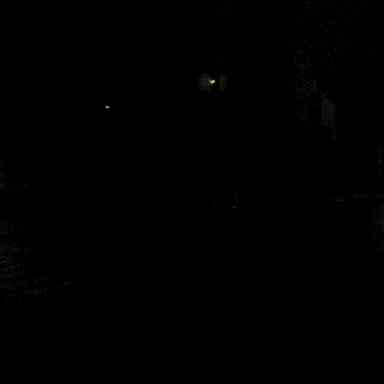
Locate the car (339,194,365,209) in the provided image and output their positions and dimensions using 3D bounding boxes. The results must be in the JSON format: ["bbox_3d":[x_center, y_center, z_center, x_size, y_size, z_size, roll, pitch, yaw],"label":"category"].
[{"bbox_3d":[21.285,1.238,44.740,2.192,1.841,5.009,-1,-1,35],"label":"car"}]

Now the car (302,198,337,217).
[{"bbox_3d":[11.692,1.517,30.807,1.947,1.339,4.313,-1,-1,35],"label":"car"}]

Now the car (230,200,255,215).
[{"bbox_3d":[4.673,1.545,35.647,1.967,1.590,4.097,-1,0,35],"label":"car"}]

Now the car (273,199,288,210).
[{"bbox_3d":[10.977,1.610,44.795,1.752,1.417,4.829,-1,0,35],"label":"car"}]

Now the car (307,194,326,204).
[{"bbox_3d":[23.868,1.371,63.514,2.192,1.841,5.009,-1,-1,35],"label":"car"}]

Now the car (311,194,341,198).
[{"bbox_3d":[17.826,1.464,44.236,2.128,1.511,4.902,-1,-1,34],"label":"car"}]

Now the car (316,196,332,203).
[{"bbox_3d":[27.071,1.615,68.157,1.947,1.339,4.313,-1,-1,35],"label":"car"}]

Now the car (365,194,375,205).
[{"bbox_3d":[27.683,1.224,54.027,2.192,1.841,5.009,-1,-1,35],"label":"car"}]

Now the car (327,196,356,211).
[{"bbox_3d":[18.089,1.475,40.095,1.887,1.381,4.507,-1,-1,35],"label":"car"}]

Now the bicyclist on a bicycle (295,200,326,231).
[{"bbox_3d":[6.252,1.234,17.696,1.656,1.620,0.582,-2,-1,35],"label":"bicyclist on a bicycle"}]

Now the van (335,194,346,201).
[{"bbox_3d":[36.665,1.391,82.091,1.690,1.788,3.998,-1,-1,35],"label":"van"}]

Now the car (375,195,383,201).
[{"bbox_3d":[43.681,1.478,77.242,1.802,1.307,4.206,-1,-1,35],"label":"car"}]

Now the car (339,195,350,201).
[{"bbox_3d":[39.866,1.495,86.734,1.967,1.590,4.097,-1,-1,35],"label":"car"}]

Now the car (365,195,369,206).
[{"bbox_3d":[24.487,1.481,49.381,1.947,1.339,4.313,-1,-1,35],"label":"car"}]

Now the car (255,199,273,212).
[{"bbox_3d":[7.875,1.676,40.291,1.802,1.307,4.206,-1,0,35],"label":"car"}]

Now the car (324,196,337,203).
[{"bbox_3d":[30.270,1.627,72.799,1.802,1.307,4.206,-1,-1,35],"label":"car"}]

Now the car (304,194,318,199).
[{"bbox_3d":[20.671,1.607,58.868,1.887,1.381,4.507,-1,-1,35],"label":"car"}]

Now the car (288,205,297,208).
[{"bbox_3d":[14.273,1.642,49.580,1.947,1.339,4.313,-1,-1,35],"label":"car"}]

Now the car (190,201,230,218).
[{"bbox_3d":[1.476,1.700,31.003,1.802,1.307,4.206,-1,0,35],"label":"car"}]

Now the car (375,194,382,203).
[{"bbox_3d":[34.082,1.211,63.315,2.192,1.841,5.009,-1,-1,35],"label":"car"}]

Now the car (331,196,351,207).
[{"bbox_3d":[23.690,1.451,52.751,2.128,1.511,4.902,-1,-1,35],"label":"car"}]
